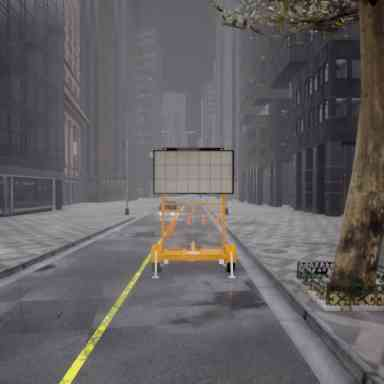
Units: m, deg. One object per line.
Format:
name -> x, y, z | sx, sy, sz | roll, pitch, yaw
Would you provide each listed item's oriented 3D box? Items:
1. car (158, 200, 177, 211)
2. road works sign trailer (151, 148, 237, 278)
car -> -2.880, 1.610, 39.995 | 1.994, 1.385, 4.181 | 0, 0, 0
road works sign trailer -> 0.044, 0.465, 10.091 | 2.380, 3.560, 2.880 | 0, 0, 0
